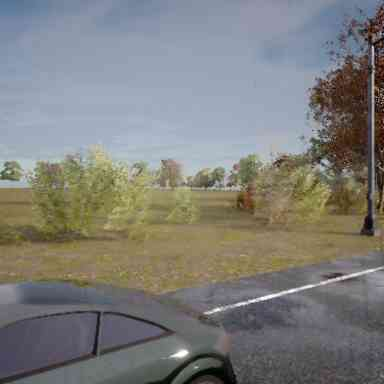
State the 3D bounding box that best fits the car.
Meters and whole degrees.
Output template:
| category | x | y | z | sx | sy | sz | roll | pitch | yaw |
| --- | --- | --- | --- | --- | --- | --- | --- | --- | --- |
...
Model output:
| category | x | y | z | sx | sy | sz | roll | pitch | yaw |
| --- | --- | --- | --- | --- | --- | --- | --- | --- | --- |
| car | -1.616 | 1.562 | 2.810 | 4.181 | 1.385 | 1.994 | 0 | 0 | -35 |
